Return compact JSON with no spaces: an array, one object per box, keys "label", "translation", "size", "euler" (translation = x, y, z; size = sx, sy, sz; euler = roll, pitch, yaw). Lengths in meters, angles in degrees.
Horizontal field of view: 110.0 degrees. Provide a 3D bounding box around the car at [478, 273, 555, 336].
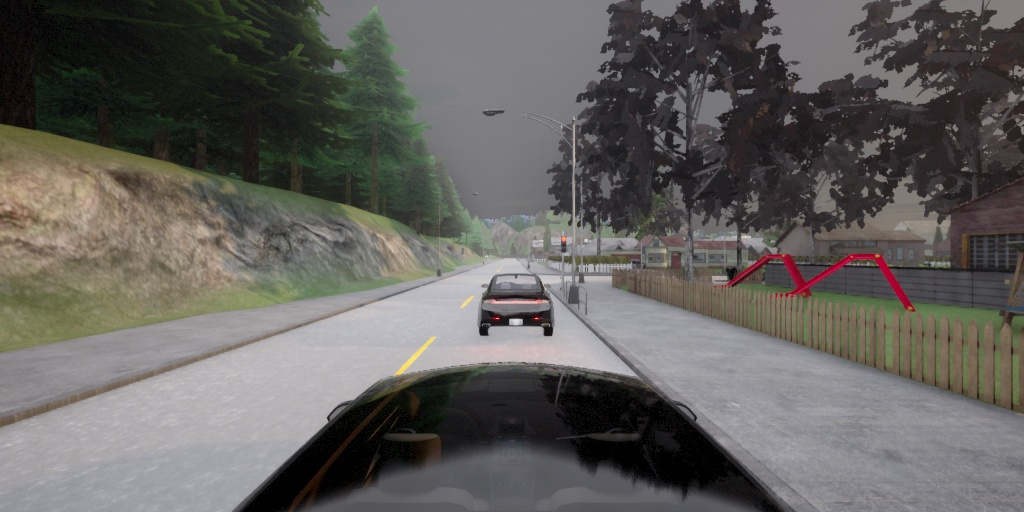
[{"label":"car","translation":[0.118,1.242,10.332],"size":[2.128,1.511,4.902],"euler":[0,0,1]}]
